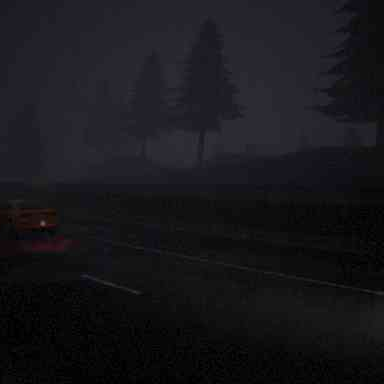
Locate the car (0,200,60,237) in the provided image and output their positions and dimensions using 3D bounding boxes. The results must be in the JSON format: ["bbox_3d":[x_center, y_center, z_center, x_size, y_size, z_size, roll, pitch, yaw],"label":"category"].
[{"bbox_3d":[-7.988,1.092,15.456,5.008,1.535,1.882,2,1,43],"label":"car"}]
